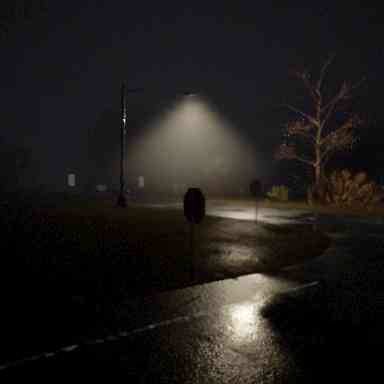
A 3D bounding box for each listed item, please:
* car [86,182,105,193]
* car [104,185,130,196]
[{"bbox_3d":[-17.333,-0.837,60.107,2.150,2.045,5.566,0,2,-36],"label":"car"},{"bbox_3d":[-11.510,-0.136,51.988,1.895,1.301,4.718,0,2,-36],"label":"car"}]
